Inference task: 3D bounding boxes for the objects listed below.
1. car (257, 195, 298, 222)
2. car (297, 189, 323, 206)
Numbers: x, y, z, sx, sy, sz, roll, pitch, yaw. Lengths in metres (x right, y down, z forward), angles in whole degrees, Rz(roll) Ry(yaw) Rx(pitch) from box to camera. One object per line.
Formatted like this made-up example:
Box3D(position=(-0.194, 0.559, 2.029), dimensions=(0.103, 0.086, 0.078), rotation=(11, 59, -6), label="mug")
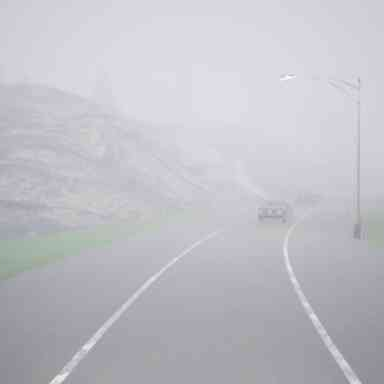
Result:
Box3D(position=(5.872, 1.223, 23.184), dimensions=(2.033, 1.411, 5.357), rotation=(0, 2, 24), label="car")
Box3D(position=(12.884, 0.482, 36.542), dimensions=(2.097, 1.767, 4.553), rotation=(0, 3, 33), label="car")
